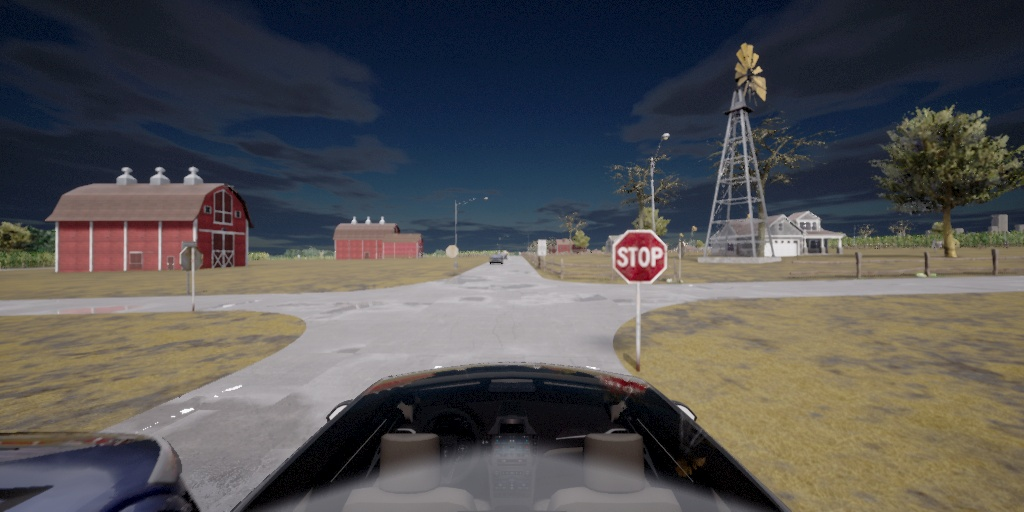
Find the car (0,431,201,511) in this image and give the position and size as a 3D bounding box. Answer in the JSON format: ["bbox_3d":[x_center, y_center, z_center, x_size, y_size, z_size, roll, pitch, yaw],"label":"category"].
[{"bbox_3d":[-2.772,1.343,0.271,1.994,1.385,4.181,0,1,1],"label":"car"}]

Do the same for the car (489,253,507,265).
[{"bbox_3d":[-2.134,0.473,49.455,2.033,1.411,5.357,0,1,1],"label":"car"}]
